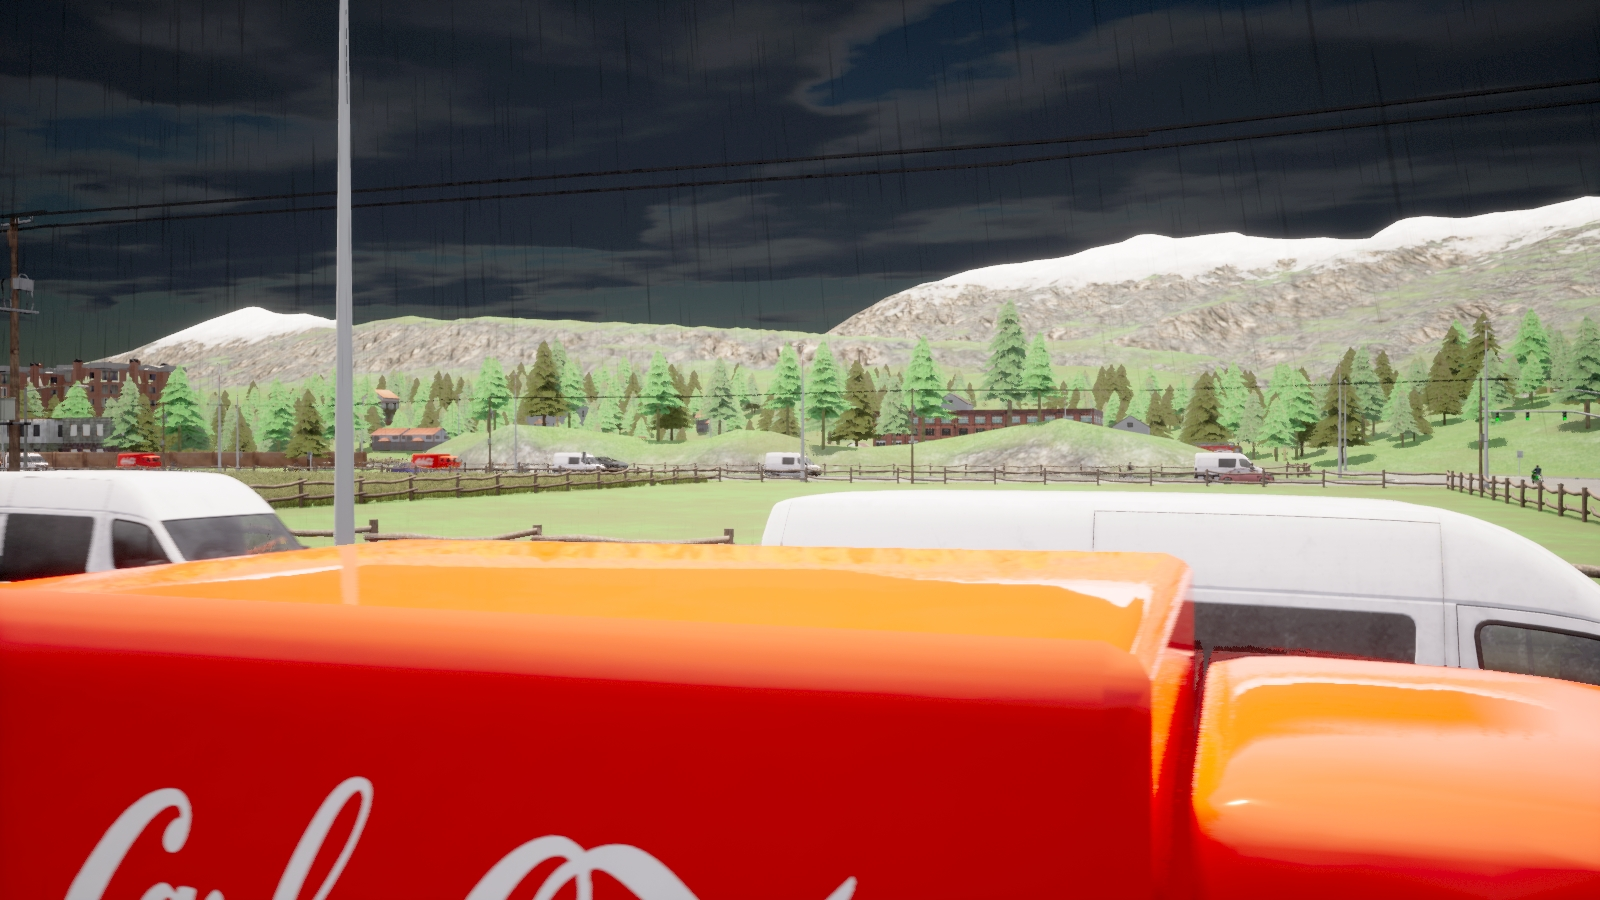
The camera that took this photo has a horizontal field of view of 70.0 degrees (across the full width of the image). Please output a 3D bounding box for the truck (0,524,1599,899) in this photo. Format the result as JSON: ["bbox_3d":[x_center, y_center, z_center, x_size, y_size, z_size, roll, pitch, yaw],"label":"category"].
[{"bbox_3d":[0.272,1.573,3.292,5.204,2.467,2.627,0,0,21],"label":"truck"}]

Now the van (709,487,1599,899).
[{"bbox_3d":[2.633,1.535,6.060,5.915,2.561,1.988,0,0,20],"label":"van"}]

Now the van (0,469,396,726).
[{"bbox_3d":[-7.912,1.542,13.622,5.915,2.561,1.988,0,0,20],"label":"van"}]
